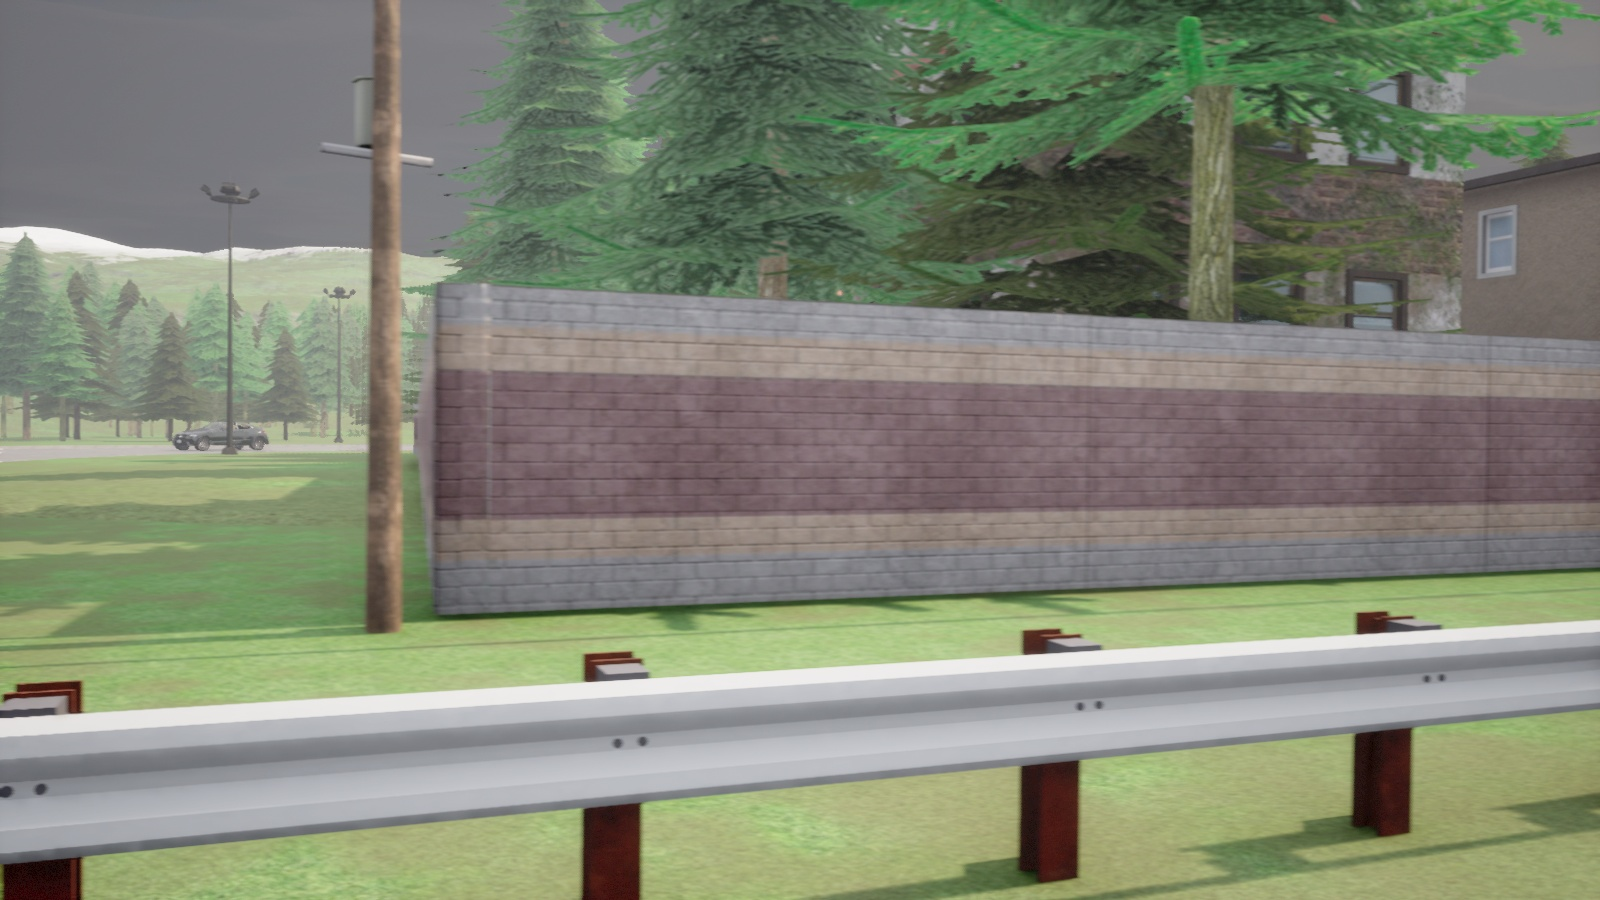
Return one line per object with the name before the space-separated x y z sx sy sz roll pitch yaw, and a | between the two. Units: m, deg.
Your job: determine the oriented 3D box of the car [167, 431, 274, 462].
car | -32.194 -0.231 69.918 2.152 1.651 5.027 0 1 32
